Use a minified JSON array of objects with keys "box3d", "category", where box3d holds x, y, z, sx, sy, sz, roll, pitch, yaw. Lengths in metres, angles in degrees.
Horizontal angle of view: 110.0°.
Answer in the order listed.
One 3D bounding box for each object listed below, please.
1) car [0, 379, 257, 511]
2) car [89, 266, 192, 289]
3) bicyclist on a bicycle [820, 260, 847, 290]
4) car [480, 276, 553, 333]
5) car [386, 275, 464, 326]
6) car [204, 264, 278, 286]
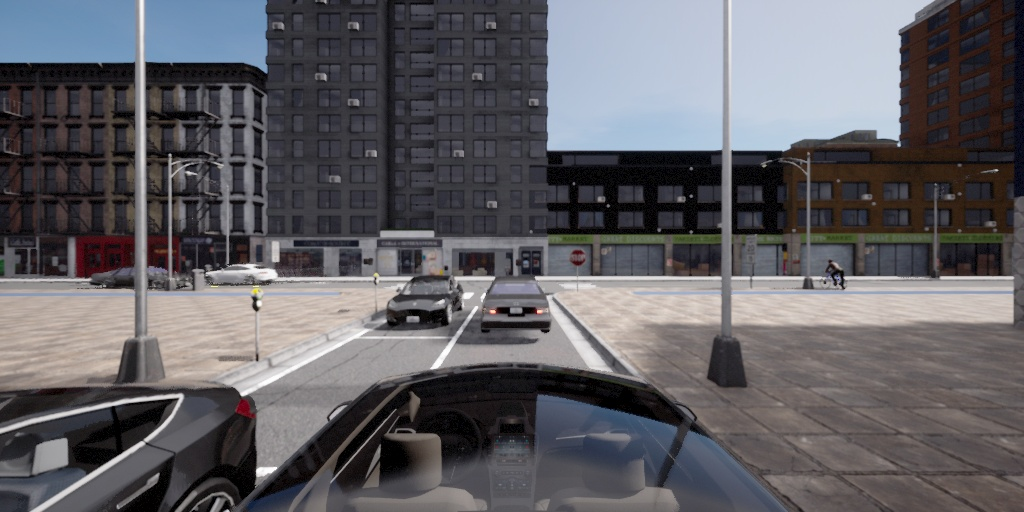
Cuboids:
[{"box3d":[-2.639,1.316,0.800,1.948,1.339,4.313,0,0,0],"category":"car"},{"box3d":[-22.828,1.347,22.317,5.357,1.411,2.033,0,0,0],"category":"car"},{"box3d":[17.362,1.015,19.382,0.582,1.620,1.656,0,0,0],"category":"bicyclist on a bicycle"},{"box3d":[0.087,1.294,10.706,2.033,1.411,5.357,0,0,0],"category":"car"},{"box3d":[-2.636,1.312,11.705,1.948,1.339,4.313,0,0,0],"category":"car"},{"box3d":[-19.144,1.306,25.292,4.674,1.442,1.812,0,0,0],"category":"car"}]
